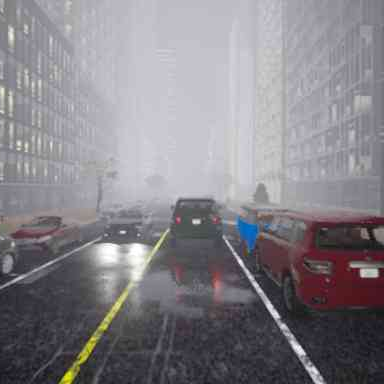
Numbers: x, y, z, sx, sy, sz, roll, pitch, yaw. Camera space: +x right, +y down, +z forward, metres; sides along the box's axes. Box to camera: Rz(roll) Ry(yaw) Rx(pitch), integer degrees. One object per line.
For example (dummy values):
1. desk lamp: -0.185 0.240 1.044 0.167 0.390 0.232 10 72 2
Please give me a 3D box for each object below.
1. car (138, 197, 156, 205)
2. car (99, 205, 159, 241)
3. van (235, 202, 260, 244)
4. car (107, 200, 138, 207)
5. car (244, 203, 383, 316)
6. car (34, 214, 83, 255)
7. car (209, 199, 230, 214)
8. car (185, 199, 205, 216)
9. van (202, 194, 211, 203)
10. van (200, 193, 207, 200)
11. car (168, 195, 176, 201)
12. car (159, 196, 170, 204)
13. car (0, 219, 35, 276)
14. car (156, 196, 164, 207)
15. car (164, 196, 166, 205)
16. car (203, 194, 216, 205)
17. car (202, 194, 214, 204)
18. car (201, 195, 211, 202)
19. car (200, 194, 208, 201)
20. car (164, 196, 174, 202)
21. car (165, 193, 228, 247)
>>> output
1. car: -5.492 1.528 35.928 2.008 1.369 4.403 0 0 0
2. car: -3.008 1.553 16.406 1.994 1.385 4.181 0 0 0
3. van: 2.750 1.342 13.143 1.690 1.788 3.998 0 0 0
4. car: -5.561 1.532 24.561 2.008 1.369 4.403 0 0 0
5. car: 2.715 1.318 7.460 2.192 1.841 5.009 0 0 0
6. car: -5.629 1.567 13.194 1.802 1.307 4.206 0 0 0
7. car: 2.888 1.545 35.877 2.008 1.369 4.403 0 0 0
8. car: 0.292 1.494 33.347 1.837 1.490 4.892 0 0 0
9. van: 3.092 1.322 69.979 1.690 1.788 3.998 0 0 0
10. van: 3.228 1.310 92.713 1.690 1.788 3.998 0 0 0
11. car: -5.185 1.506 87.080 2.008 1.369 4.403 0 0 0
12. car: -5.322 1.492 64.176 1.752 1.417 4.829 0 0 0
13. car: -5.664 1.538 7.510 2.008 1.369 4.403 0 0 0
14. car: -5.424 1.555 47.295 1.802 1.307 4.206 0 0 0
15. car: -5.391 1.411 52.978 1.967 1.590 4.097 0 0 0
16. car: 3.023 1.300 58.612 2.192 1.841 5.009 0 0 0
17. car: 3.057 1.298 64.296 2.192 1.841 5.009 0 0 0
18. car: 3.127 1.418 75.662 1.967 1.590 4.097 0 0 0
19. car: 3.194 1.412 87.030 1.967 1.590 4.097 0 0 0
20. car: -5.253 1.527 75.713 1.947 1.339 4.313 0 0 0
21. car: 0.180 1.217 15.155 2.150 2.045 5.566 0 0 0
